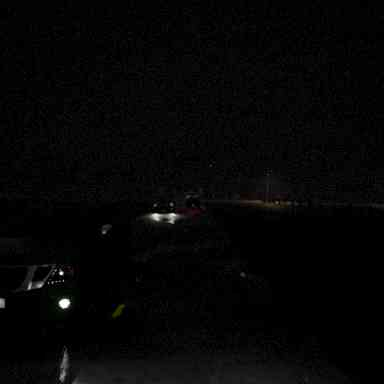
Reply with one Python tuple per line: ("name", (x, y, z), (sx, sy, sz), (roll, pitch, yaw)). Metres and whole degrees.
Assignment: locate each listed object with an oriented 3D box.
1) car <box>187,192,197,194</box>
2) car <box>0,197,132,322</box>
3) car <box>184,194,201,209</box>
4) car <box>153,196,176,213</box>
("car", (0.030, 1.068, 56.952), (2.150, 2.045, 5.566), (0, 0, 0))
("car", (-2.826, 1.201, 7.559), (2.150, 2.045, 5.566), (0, 1, 0))
("car", (0.124, 1.397, 42.242), (1.837, 1.490, 4.892), (0, -1, 0))
("car", (-2.805, 1.269, 34.949), (2.097, 1.767, 4.553), (0, 0, 0))
